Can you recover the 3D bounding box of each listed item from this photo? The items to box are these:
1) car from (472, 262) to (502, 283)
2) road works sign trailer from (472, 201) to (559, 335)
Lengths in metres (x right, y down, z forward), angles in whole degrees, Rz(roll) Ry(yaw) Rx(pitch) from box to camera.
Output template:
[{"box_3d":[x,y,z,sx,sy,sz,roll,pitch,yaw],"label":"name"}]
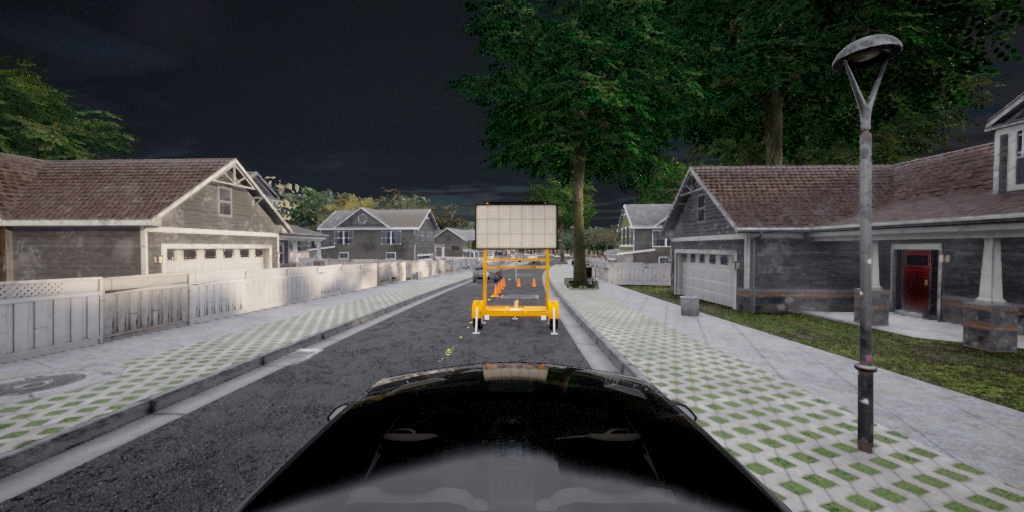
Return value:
[{"box_3d":[-1.831,1.236,27.698,2.128,1.511,4.902,0,0,4],"label":"car"},{"box_3d":[0.128,0.213,10.555,2.380,3.560,2.880,0,0,2],"label":"road works sign trailer"}]
